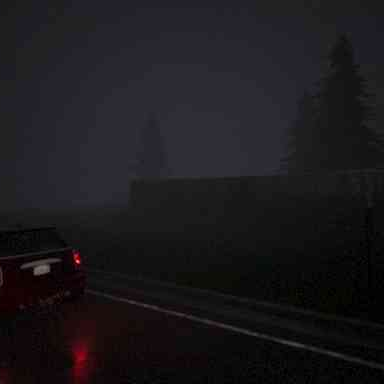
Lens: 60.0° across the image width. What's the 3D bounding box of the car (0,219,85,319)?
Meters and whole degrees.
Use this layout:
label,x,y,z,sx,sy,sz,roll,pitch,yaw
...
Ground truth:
label,x,y,z,sx,sy,sz,roll,pitch,yaw
car,-4.388,1.417,7.124,4.553,1.767,2.097,-1,0,35
